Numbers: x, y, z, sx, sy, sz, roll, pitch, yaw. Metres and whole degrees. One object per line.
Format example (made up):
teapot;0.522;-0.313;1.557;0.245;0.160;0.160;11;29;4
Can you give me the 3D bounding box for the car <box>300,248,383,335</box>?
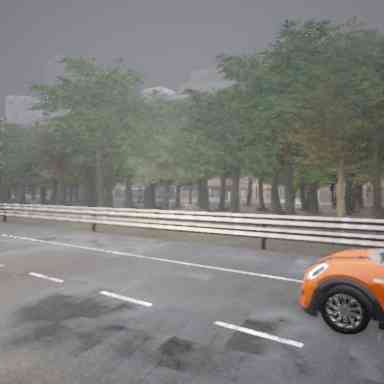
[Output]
car;4.121;1.352;5.227;4.553;1.767;2.097;0;0;36
